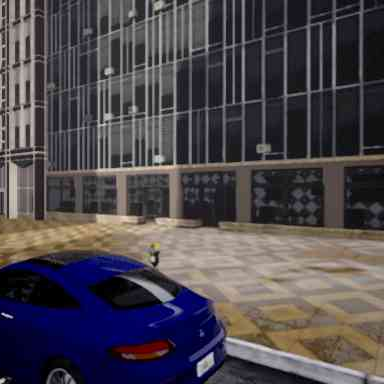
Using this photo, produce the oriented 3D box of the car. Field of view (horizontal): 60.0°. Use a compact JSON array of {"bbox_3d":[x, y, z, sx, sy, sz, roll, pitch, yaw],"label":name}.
[{"bbox_3d":[-1.790,1.553,4.569,4.674,1.442,1.812,-1,0,33],"label":"car"}]
